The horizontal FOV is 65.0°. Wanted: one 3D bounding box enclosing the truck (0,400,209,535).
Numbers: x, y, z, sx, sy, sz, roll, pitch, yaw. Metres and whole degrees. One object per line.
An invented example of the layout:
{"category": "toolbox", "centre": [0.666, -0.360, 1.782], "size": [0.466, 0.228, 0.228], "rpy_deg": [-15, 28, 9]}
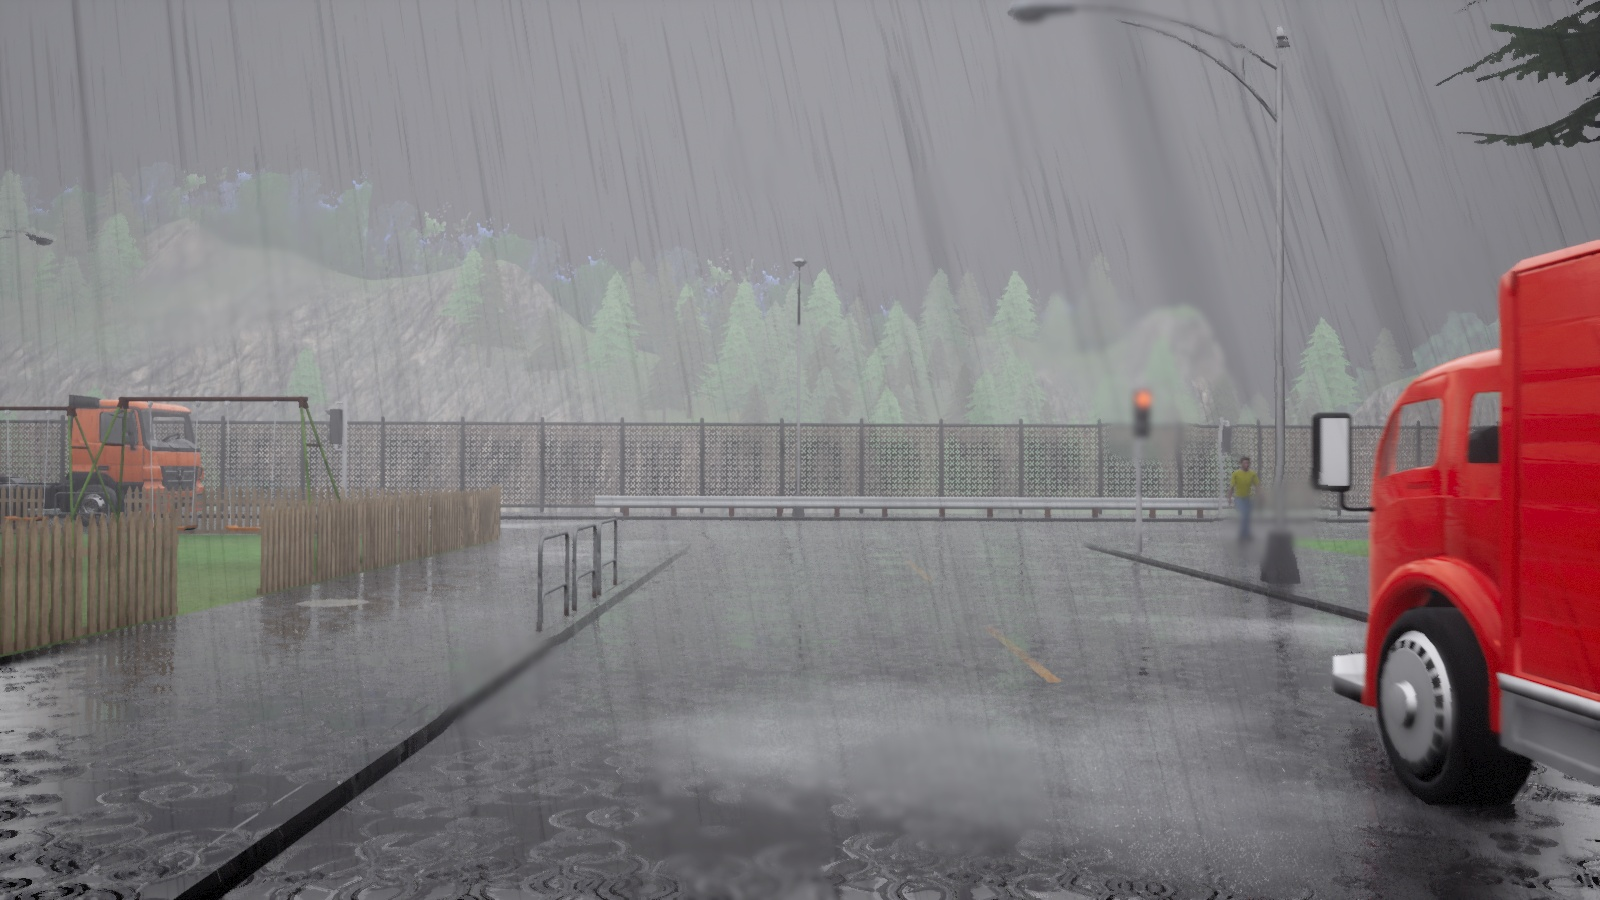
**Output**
{"category": "truck", "centre": [-20.482, 0.478, 33.609], "size": [7.936, 3.462, 2.891], "rpy_deg": [0, -1, 0]}

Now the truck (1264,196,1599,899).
{"category": "truck", "centre": [3.986, 0.389, 4.580], "size": [2.627, 2.467, 5.204], "rpy_deg": [0, -1, 0]}

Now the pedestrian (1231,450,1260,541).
{"category": "pedestrian", "centre": [9.137, 0.919, 25.752], "size": [0.354, 1.836, 0.706], "rpy_deg": [0, -1, 2]}
